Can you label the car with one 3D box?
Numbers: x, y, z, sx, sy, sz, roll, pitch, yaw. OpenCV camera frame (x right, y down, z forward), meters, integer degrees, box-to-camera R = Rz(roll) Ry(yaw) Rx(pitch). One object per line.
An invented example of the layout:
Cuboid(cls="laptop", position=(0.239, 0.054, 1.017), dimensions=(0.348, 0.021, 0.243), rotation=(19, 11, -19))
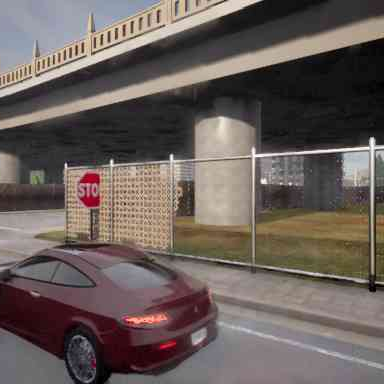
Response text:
Cuboid(cls="car", position=(-1.785, 1.526, 5.260), dimensions=(4.674, 1.442, 1.812), rotation=(0, 0, 35))
